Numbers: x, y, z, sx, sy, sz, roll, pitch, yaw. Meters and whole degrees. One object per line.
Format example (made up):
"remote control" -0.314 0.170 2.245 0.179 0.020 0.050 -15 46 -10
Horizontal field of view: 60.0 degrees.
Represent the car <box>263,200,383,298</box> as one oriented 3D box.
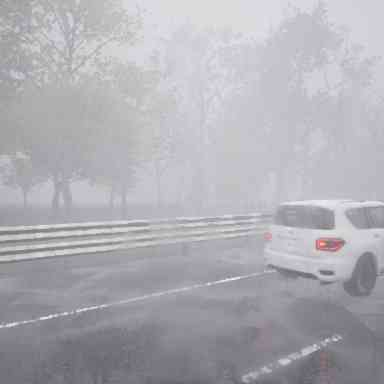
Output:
"car" 4.331 1.225 8.807 5.566 2.045 2.150 0 0 -35
